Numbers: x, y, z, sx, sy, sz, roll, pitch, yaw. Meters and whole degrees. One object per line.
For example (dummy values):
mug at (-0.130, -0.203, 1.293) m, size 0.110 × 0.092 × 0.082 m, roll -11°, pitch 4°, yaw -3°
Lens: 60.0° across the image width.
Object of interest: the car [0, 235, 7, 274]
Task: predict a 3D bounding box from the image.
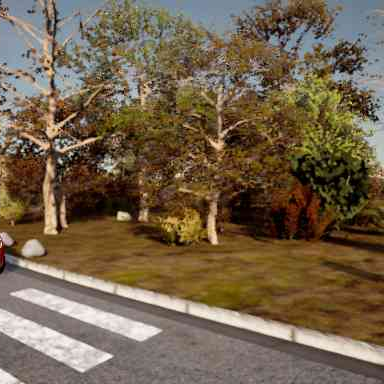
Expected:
car at (-7.090, 1.337, 9.336) m, size 4.553 × 1.767 × 2.097 m, roll 0°, pitch 0°, yaw 40°
